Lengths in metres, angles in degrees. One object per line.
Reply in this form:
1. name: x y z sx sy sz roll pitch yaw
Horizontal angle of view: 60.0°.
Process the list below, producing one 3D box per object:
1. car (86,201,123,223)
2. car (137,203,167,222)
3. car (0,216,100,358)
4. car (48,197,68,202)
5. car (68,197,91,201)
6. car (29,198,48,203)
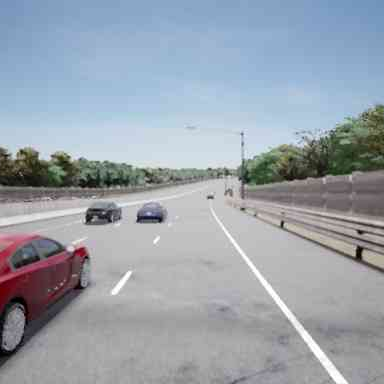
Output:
1. car: -6.600 1.476 25.343 1.837 1.490 4.892 0 0 1
2. car: -3.081 1.542 26.174 1.994 1.385 4.181 0 0 1
3. car: -3.368 1.460 6.004 1.882 1.535 5.008 0 0 0
4. car: -19.901 1.568 51.616 1.812 1.442 4.674 0 0 3
5. car: -16.458 1.536 50.523 2.128 1.511 4.902 0 0 3
6. car: -23.397 1.636 51.702 1.895 1.301 4.718 0 0 3
